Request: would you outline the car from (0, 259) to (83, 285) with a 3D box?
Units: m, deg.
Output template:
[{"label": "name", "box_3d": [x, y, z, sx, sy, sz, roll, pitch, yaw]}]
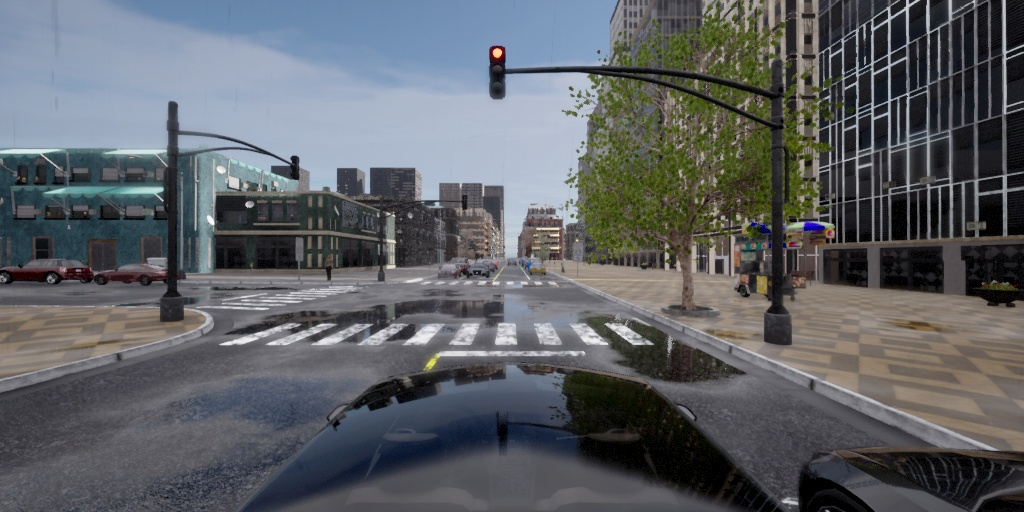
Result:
[{"label": "car", "box_3d": [-28.360, 0.879, 21.800, 4.097, 1.591, 1.967, 0, 0, -1]}]

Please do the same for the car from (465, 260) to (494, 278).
[{"label": "car", "box_3d": [-3.085, 1.316, 33.779, 1.994, 1.385, 4.181, 0, 0, 0]}]

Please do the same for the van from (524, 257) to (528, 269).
[{"label": "van", "box_3d": [2.709, 1.094, 44.057, 1.690, 1.789, 3.998, 0, 0, 0]}]

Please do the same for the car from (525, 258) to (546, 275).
[{"label": "car", "box_3d": [2.706, 1.278, 38.676, 1.751, 1.417, 4.829, 0, 0, 0]}]

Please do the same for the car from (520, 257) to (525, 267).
[{"label": "car", "box_3d": [2.713, 1.305, 55.159, 2.007, 1.370, 4.403, 0, 0, 0]}]

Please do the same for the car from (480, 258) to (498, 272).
[{"label": "car", "box_3d": [-3.081, 1.317, 43.828, 1.994, 1.385, 4.181, 0, 0, 0]}]

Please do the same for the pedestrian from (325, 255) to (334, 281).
[{"label": "pedestrian", "box_3d": [-12.739, 0.788, 24.963, 0.375, 1.860, 0.375, 0, -1, -1]}]

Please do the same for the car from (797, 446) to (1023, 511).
[{"label": "car", "box_3d": [2.691, 1.316, 0.476, 1.948, 1.339, 4.313, 0, 0, 0]}]

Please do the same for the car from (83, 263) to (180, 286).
[{"label": "car", "box_3d": [-22.812, 1.089, 21.876, 4.207, 1.307, 1.802, 0, 0, -1]}]

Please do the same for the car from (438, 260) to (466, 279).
[{"label": "car", "box_3d": [-5.676, 1.334, 32.956, 1.802, 1.307, 4.207, 0, 0, 0]}]

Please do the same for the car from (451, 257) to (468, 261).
[{"label": "car", "box_3d": [-5.674, 1.067, 38.507, 2.192, 1.841, 5.009, 0, 0, 0]}]
